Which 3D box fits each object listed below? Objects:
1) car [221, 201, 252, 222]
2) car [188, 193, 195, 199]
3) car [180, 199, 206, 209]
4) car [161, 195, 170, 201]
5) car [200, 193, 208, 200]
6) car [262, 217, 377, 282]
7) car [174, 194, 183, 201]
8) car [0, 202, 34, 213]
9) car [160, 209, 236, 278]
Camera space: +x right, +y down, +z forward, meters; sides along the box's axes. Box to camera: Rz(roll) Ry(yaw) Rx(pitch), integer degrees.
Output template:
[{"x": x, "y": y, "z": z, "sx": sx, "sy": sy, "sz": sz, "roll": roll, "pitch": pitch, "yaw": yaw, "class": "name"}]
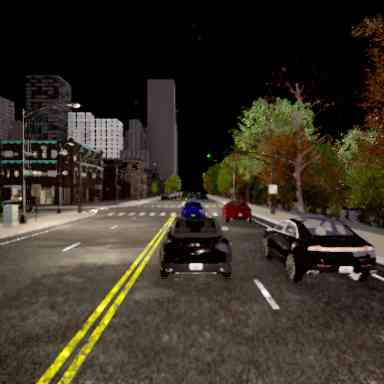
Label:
[{"x": 3.337, "y": 1.425, "z": 25.448, "sx": 1.882, "sy": 1.535, "sz": 5.008, "roll": 0, "pitch": 0, "yaw": 0, "class": "car"}, {"x": -0.050, "y": 1.328, "z": 87.657, "sx": 2.128, "sy": 1.511, "sz": 4.902, "roll": 0, "pitch": 0, "yaw": 0, "class": "car"}, {"x": 0.086, "y": 1.474, "z": 25.300, "sx": 1.812, "sy": 1.442, "sz": 4.674, "roll": 0, "pitch": 0, "yaw": 0, "class": "car"}, {"x": -6.544, "y": 1.379, "z": 81.633, "sx": 1.994, "sy": 1.385, "sz": 4.181, "roll": 0, "pitch": 0, "yaw": 0, "class": "car"}, {"x": 3.200, "y": 1.354, "z": 88.076, "sx": 1.994, "sy": 1.385, "sz": 4.181, "roll": 0, "pitch": 0, "yaw": 0, "class": "car"}, {"x": 3.344, "y": 1.470, "z": 9.649, "sx": 2.128, "sy": 1.511, "sz": 4.902, "roll": 0, "pitch": 0, "yaw": 0, "class": "car"}, {"x": -3.294, "y": 1.351, "z": 81.634, "sx": 2.128, "sy": 1.511, "sz": 4.902, "roll": 0, "pitch": 0, "yaw": 0, "class": "car"}, {"x": -19.974, "y": 1.746, "z": 37.213, "sx": 4.313, "sy": 1.339, "sz": 1.947, "roll": -1, "pitch": 1, "yaw": 0, "class": "car"}, {"x": 0.095, "y": 1.483, "z": 10.081, "sx": 1.837, "sy": 1.490, "sz": 4.892, "roll": 0, "pitch": 0, "yaw": 0, "class": "car"}]
